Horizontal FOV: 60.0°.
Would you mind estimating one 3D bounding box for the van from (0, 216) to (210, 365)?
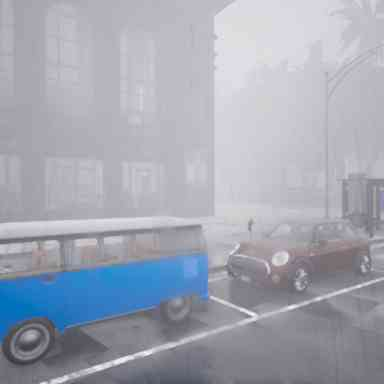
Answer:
[{"bbox_3d":[-1.586,1.341,5.520,3.998,1.788,1.690,0,0,-35],"label":"van"}]

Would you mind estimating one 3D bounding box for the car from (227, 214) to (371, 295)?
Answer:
[{"bbox_3d":[2.833,1.438,8.669,4.097,1.590,1.967,0,0,-35],"label":"car"}]
